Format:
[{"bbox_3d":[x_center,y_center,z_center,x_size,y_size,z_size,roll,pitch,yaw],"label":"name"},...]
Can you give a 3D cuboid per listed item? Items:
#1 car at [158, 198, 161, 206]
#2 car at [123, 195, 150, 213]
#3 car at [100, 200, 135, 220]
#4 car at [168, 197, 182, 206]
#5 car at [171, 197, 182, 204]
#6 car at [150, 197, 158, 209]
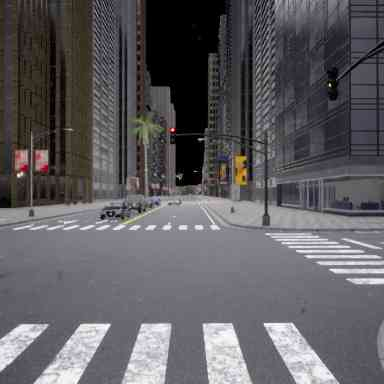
[{"bbox_3d":[-6.613,1.653,58.520,1.882,1.535,5.008,0,0,0],"label":"car"},{"bbox_3d":[-6.642,1.314,38.452,2.150,2.045,5.566,0,0,0],"label":"car"},{"bbox_3d":[-6.631,1.628,29.128,1.994,1.385,4.181,0,0,0],"label":"car"},{"bbox_3d":[-3.218,1.782,59.798,1.895,1.301,4.718,0,0,0],"label":"car"},{"bbox_3d":[-3.228,1.789,69.693,1.994,1.385,4.181,0,0,0],"label":"car"},{"bbox_3d":[-6.645,1.483,48.380,2.097,1.767,4.553,0,0,0],"label":"car"}]
